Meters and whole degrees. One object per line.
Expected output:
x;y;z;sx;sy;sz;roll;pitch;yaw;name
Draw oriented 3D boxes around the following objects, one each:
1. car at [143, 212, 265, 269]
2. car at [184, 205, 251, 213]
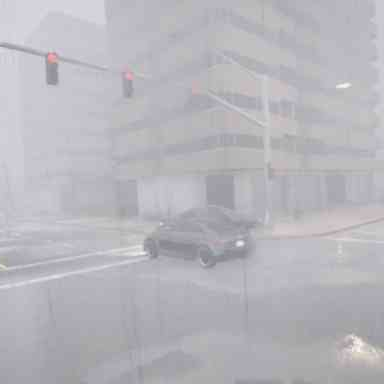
0.096;1.559;11.325;1.994;1.385;4.181;-3;0;-42;car
0.919;1.394;16.854;5.357;1.411;2.033;-5;2;11;car
